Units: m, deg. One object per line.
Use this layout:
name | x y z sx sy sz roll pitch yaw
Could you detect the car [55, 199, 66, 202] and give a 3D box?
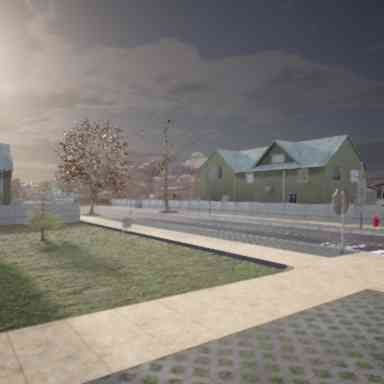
car | -21.648 1.935 55.039 2.033 1.411 5.357 1 -1 -35
